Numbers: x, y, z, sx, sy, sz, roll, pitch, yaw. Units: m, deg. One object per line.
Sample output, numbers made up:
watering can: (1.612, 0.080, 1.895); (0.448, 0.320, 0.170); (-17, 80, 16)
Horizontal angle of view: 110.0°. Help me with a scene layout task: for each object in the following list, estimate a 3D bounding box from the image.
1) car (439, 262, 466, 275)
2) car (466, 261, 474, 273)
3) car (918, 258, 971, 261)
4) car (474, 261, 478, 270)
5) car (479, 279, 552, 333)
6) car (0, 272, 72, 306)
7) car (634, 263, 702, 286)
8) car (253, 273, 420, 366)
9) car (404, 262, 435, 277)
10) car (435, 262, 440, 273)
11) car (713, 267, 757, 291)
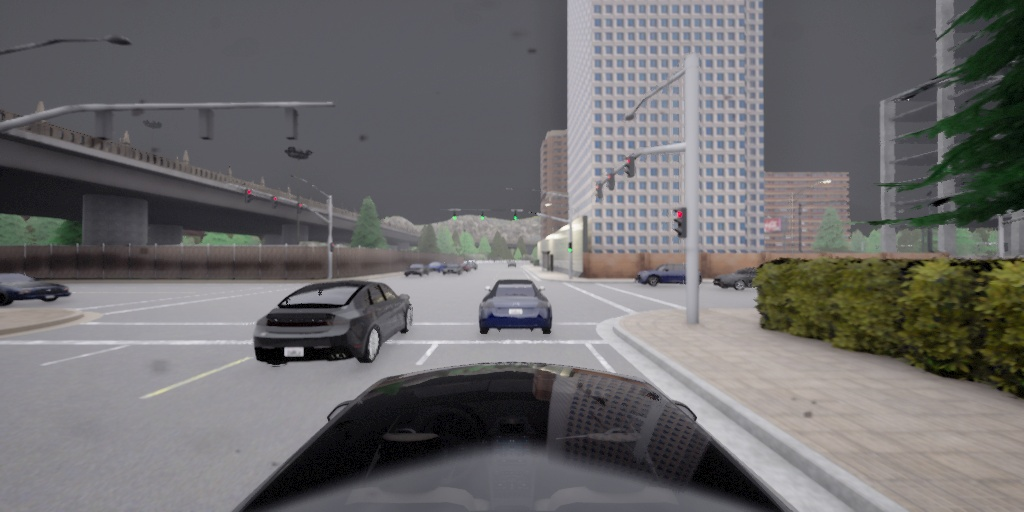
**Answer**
car: (-7.083, 1.606, 43.281); (1.994, 1.385, 4.181); (0, 0, 0)
car: (-7.080, 1.705, 52.034); (1.895, 1.301, 4.718); (0, 0, 0)
car: (31.378, 1.204, 26.953); (5.566, 2.045, 2.150); (0, 0, 0)
car: (-7.022, 1.667, 62.246); (2.128, 1.511, 4.902); (0, 0, 0)
car: (0.096, 1.398, 11.006); (1.994, 1.385, 4.181); (0, -1, 0)
car: (-23.489, 1.455, 16.178); (5.357, 1.411, 2.033); (0, 0, 0)
car: (11.645, 1.335, 26.950); (4.553, 1.767, 2.097); (0, 0, 0)
car: (-3.595, 1.301, 8.117); (1.837, 1.490, 4.892); (0, -1, -3)
car: (-10.591, 1.571, 40.529); (2.033, 1.411, 5.357); (0, 0, 0)
car: (-10.585, 1.567, 49.979); (1.882, 1.535, 5.008); (0, 0, 0)
car: (15.809, 1.463, 23.457); (4.892, 1.490, 1.837); (0, 0, 0)
